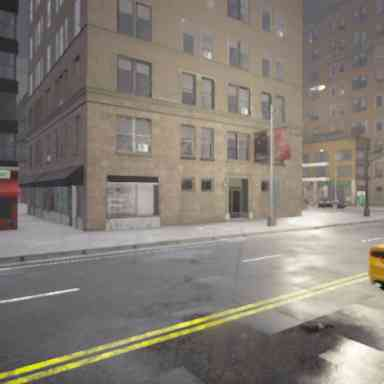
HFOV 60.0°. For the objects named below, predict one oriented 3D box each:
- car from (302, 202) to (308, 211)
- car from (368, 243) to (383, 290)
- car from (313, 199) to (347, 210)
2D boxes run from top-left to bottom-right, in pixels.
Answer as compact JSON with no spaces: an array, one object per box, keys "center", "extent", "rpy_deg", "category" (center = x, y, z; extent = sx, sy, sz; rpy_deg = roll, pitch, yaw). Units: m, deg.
[{"center":[11.535,1.407,39.075],"extent":[1.967,1.590,4.097],"rpy_deg":[0,0,-35],"category":"car"},{"center":[6.105,1.474,7.811],"extent":[5.008,1.535,1.882],"rpy_deg":[0,0,-36],"category":"car"},{"center":[18.085,1.560,43.711],"extent":[1.947,1.339,4.313],"rpy_deg":[0,0,-35],"category":"car"}]
